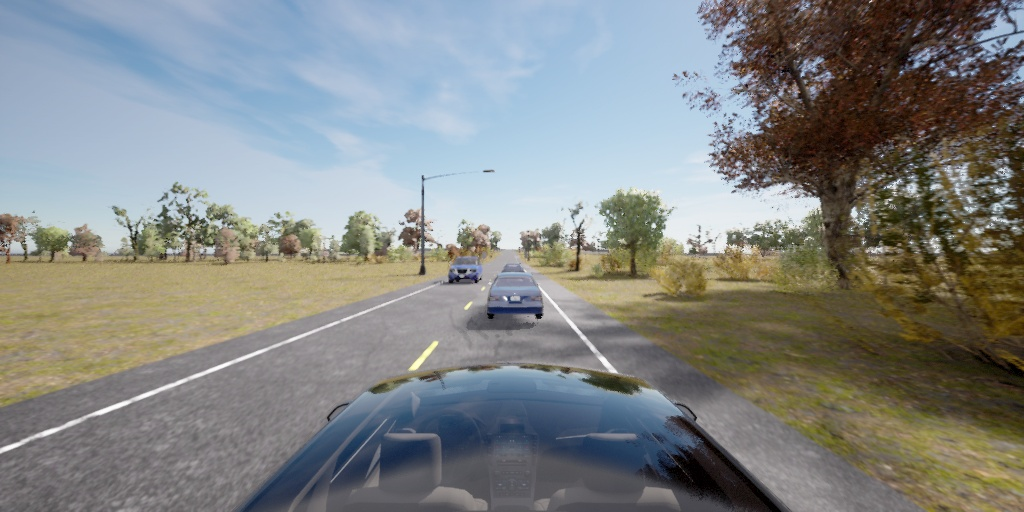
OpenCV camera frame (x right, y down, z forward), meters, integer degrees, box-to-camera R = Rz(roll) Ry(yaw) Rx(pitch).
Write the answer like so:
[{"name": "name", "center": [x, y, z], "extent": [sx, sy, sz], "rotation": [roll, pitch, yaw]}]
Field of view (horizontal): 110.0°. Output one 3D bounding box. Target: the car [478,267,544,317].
[{"name": "car", "center": [0.096, 1.297, 13.018], "extent": [2.033, 1.411, 5.357], "rotation": [0, 0, 0]}]

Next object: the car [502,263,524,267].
[{"name": "car", "center": [0.094, 1.306, 31.268], "extent": [1.994, 1.385, 4.181], "rotation": [0, 0, 0]}]

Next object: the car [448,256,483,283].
[{"name": "car", "center": [-3.503, 1.055, 27.900], "extent": [2.150, 2.045, 5.566], "rotation": [0, 0, 0]}]
